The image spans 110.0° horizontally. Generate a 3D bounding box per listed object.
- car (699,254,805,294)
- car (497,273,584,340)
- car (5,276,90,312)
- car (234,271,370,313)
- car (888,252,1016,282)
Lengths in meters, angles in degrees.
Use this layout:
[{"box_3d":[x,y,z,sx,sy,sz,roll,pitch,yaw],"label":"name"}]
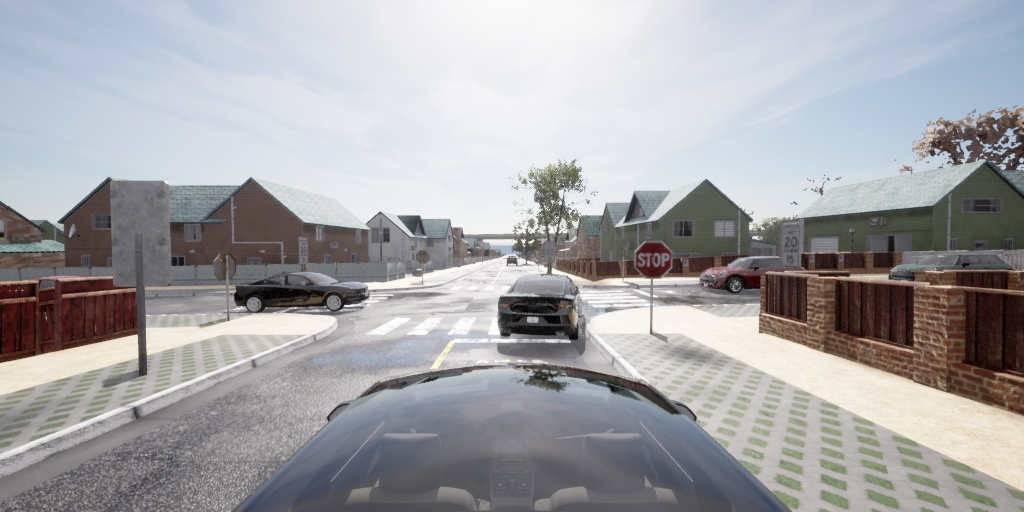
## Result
[{"box_3d":[11.812,0.821,17.740,4.553,1.767,2.097,-1,2,0],"label":"car"},{"box_3d":[0.960,1.224,10.134,1.882,1.535,5.008,0,0,12],"label":"car"},{"box_3d":[-18.017,1.547,14.605,5.008,1.535,1.882,-1,2,0],"label":"car"},{"box_3d":[-8.464,1.377,14.664,5.008,1.535,1.882,-1,2,0],"label":"car"},{"box_3d":[21.707,0.646,17.808,4.553,1.767,2.097,-1,2,0],"label":"car"}]
